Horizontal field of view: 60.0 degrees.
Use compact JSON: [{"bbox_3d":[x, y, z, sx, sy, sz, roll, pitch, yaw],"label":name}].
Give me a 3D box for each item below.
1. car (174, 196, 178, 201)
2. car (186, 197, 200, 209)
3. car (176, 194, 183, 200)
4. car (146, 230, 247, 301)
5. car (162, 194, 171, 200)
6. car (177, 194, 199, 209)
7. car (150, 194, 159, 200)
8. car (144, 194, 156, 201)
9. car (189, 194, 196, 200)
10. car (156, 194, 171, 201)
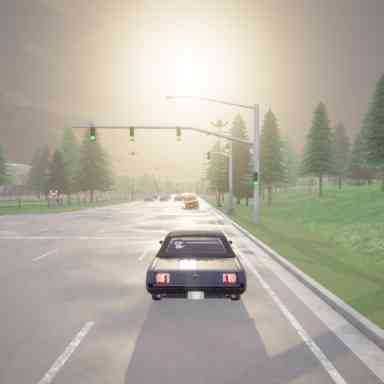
[{"bbox_3d":[-3.339,1.545,81.012,1.994,1.385,4.181,0,0,0],"label":"car"},{"bbox_3d":[0.097,1.591,49.966,2.033,1.411,5.357,0,2,0],"label":"car"},{"bbox_3d":[-3.319,1.357,91.015,1.812,1.442,4.674,0,0,0],"label":"car"},{"bbox_3d":[0.096,1.601,8.301,1.895,1.301,4.718,0,0,0],"label":"car"},{"bbox_3d":[-6.819,1.372,91.022,2.033,1.411,5.357,0,0,0],"label":"car"},{"bbox_3d":[-0.336,1.057,46.583,1.882,1.535,5.008,-11,16,-7],"label":"car"},{"bbox_3d":[-10.319,1.332,91.029,1.837,1.490,4.892,0,0,0],"label":"car"},{"bbox_3d":[-10.340,1.531,80.609,2.033,1.411,5.357,0,0,0],"label":"car"},{"bbox_3d":[0.181,1.372,91.008,2.033,1.411,5.357,0,0,0],"label":"car"},{"bbox_3d":[-6.840,1.531,80.602,2.033,1.411,5.357,0,0,0],"label":"car"}]
